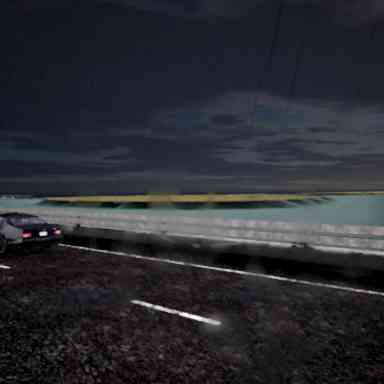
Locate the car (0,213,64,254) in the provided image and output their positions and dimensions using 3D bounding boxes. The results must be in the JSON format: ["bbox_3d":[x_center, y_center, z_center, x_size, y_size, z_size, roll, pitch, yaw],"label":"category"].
[{"bbox_3d":[-7.511,1.591,13.704,5.357,1.411,2.033,0,0,36],"label":"car"}]
